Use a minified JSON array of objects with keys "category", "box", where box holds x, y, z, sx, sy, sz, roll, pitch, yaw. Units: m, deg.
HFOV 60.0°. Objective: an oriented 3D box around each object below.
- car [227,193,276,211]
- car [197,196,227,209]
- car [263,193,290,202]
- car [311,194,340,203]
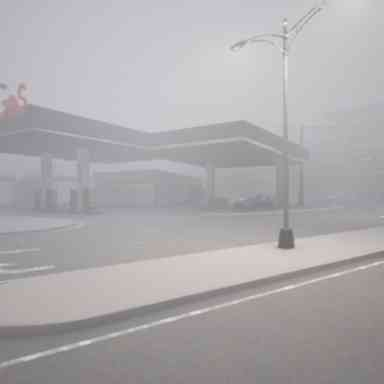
[{"category":"car","box":[6.420,1.036,34.391,4.611,1.667,2.242,-1,0,-35]},{"category":"car","box":[2.480,1.199,38.641,3.806,1.475,1.970,-1,0,-35]},{"category":"car","box":[15.670,1.008,61.996,1.837,1.490,4.892,-1,0,-36]},{"category":"car","box":[21.565,1.037,53.947,1.812,1.442,4.674,-1,0,-36]}]
